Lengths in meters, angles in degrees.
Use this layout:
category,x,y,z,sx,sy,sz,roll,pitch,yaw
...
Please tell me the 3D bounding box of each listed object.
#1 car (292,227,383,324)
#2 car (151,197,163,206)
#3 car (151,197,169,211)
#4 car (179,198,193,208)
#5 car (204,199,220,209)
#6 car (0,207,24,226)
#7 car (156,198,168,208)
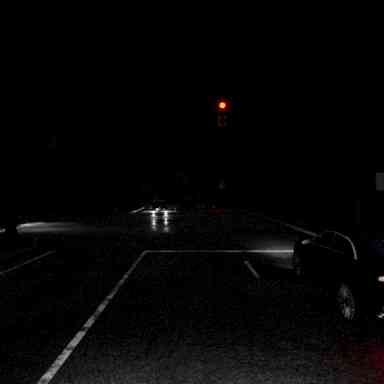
category,x,y,z,sx,sy,sz,roll,pitch,yaw
car,3.583,1.492,7.098,2.128,1.511,4.902,0,0,1
car,-7.161,1.888,67.835,2.097,1.767,4.553,0,-1,-12
car,-4.071,1.596,42.803,1.812,1.442,4.674,0,-1,-3
car,-0.899,1.645,50.667,1.882,1.535,5.008,0,-1,-5
car,2.812,1.732,48.524,1.895,1.301,4.718,0,-1,-4
car,-14.068,1.624,23.142,4.181,1.385,1.994,-1,0,-5
car,-4.881,1.743,53.218,1.812,1.442,4.674,0,-1,-7
